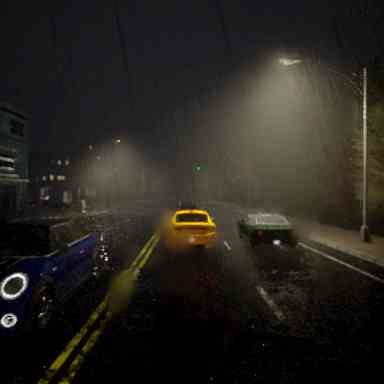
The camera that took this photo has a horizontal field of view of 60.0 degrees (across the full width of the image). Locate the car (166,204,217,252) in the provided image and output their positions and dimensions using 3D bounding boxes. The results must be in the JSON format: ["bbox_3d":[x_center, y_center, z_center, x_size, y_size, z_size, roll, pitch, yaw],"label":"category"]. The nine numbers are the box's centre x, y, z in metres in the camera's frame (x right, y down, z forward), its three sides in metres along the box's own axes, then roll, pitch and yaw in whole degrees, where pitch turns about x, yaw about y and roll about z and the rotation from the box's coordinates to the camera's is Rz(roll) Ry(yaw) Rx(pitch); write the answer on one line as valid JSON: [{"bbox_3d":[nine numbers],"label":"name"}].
[{"bbox_3d":[-0.039,1.499,13.963,1.882,1.535,5.008,0,0,-1],"label":"car"}]

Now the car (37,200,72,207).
[{"bbox_3d":[-20.709,1.899,50.975,4.313,1.339,1.947,-1,1,-1],"label":"car"}]

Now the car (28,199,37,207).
[{"bbox_3d":[-29.183,1.910,59.346,4.403,1.369,2.008,-1,1,-1],"label":"car"}]

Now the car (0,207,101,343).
[{"bbox_3d":[-3.392,1.362,6.708,2.097,1.767,4.553,0,0,-1],"label":"car"}]

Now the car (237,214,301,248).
[{"bbox_3d":[3.200,1.624,14.893,1.895,1.301,4.718,0,0,-1],"label":"car"}]

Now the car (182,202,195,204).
[{"bbox_3d":[-0.313,1.612,30.858,1.994,1.385,4.181,0,0,-1],"label":"car"}]
